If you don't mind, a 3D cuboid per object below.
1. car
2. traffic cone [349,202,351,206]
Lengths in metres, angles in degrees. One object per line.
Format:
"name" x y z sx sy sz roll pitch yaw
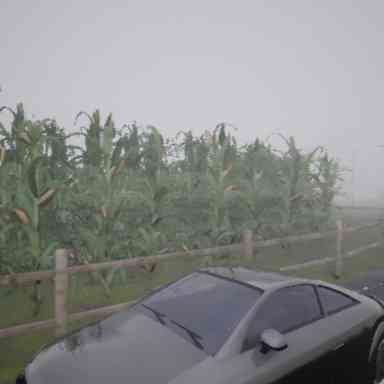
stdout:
"car" 0.441 1.559 3.559 4.181 1.385 1.994 0 0 -37
"traffic cone" 22.871 1.708 48.027 0.340 0.580 0.340 0 0 -1
